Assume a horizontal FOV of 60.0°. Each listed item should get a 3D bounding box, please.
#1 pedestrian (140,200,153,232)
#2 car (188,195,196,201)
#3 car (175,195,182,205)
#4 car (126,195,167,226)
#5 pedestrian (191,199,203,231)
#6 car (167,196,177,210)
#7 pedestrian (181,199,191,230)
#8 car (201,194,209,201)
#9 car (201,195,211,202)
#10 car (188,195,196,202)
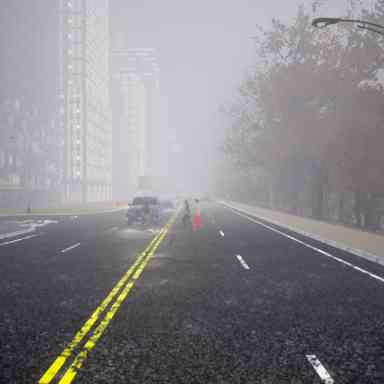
[{"bbox_3d":[-2.488,1.292,18.212,0.375,1.860,0.375,0,0,0],"label":"pedestrian"},{"bbox_3d":[0.010,1.420,85.298,1.812,1.442,4.674,0,0,0],"label":"car"},{"bbox_3d":[-3.322,1.607,59.432,1.895,1.301,4.718,0,0,0],"label":"car"},{"bbox_3d":[-3.367,1.290,24.551,2.150,2.045,5.566,-1,1,0],"label":"car"},{"bbox_3d":[0.302,1.292,18.810,0.375,1.860,0.375,0,0,0],"label":"pedestrian"},{"bbox_3d":[-3.344,1.566,43.324,1.994,1.385,4.181,0,0,0],"label":"car"},{"bbox_3d":[-0.314,1.293,19.410,0.375,1.860,0.375,0,0,0],"label":"pedestrian"},{"bbox_3d":[3.260,1.373,85.297,1.882,1.535,5.008,0,0,0],"label":"car"},{"bbox_3d":[3.257,1.503,74.903,1.837,1.490,4.892,0,0,0],"label":"car"},{"bbox_3d":[0.009,1.543,74.904,2.033,1.411,5.357,0,0,0],"label":"car"}]
